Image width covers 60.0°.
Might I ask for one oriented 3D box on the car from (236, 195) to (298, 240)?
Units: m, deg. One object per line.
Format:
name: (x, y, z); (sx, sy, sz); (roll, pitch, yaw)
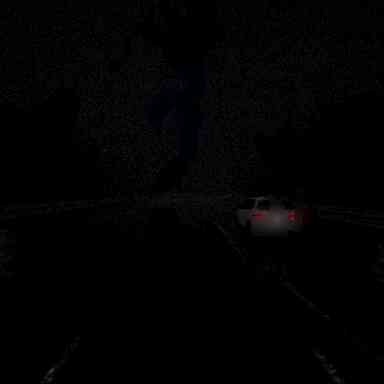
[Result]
car: (3.697, 1.255, 17.316); (2.150, 2.045, 5.566); (0, 0, -1)
